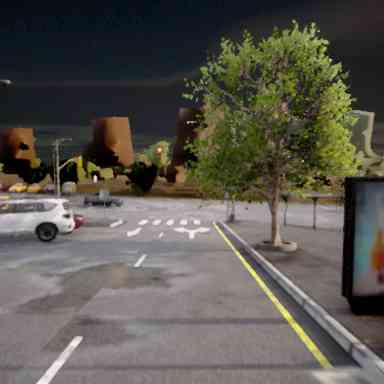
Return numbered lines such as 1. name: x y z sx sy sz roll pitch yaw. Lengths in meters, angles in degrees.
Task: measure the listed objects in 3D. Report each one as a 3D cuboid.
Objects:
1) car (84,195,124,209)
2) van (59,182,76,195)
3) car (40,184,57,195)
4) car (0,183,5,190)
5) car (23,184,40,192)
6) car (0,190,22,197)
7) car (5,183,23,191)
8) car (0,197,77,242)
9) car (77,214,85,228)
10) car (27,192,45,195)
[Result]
1. car: -10.724 1.099 40.616 4.892 1.490 1.837 2 5 5
2. van: -20.327 -0.576 54.947 1.878 1.987 4.442 1 4 -14
3. car: -23.296 -0.597 55.342 2.185 1.767 4.553 1 4 -13
4. car: -32.125 -0.788 56.416 2.002 1.452 4.674 1 4 -13
5. car: -26.290 -0.608 55.891 1.946 1.575 5.366 1 4 -13
6. car: -20.805 1.138 36.945 1.946 1.575 5.366 0 6 -14
7. car: -29.140 -0.698 55.877 1.946 1.575 5.366 1 4 -13
8. car: -8.776 1.402 16.492 5.566 2.045 2.435 -1 0 -19
9. car: -8.721 1.723 19.522 4.674 1.452 2.002 -1 0 -19
10. car: -17.818 1.322 36.301 2.163 1.488 4.792 0 6 -15
